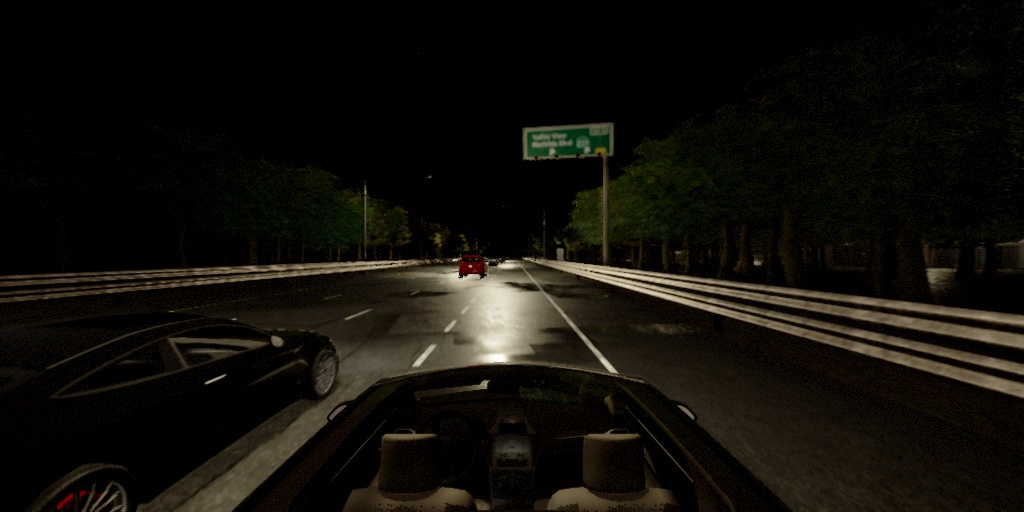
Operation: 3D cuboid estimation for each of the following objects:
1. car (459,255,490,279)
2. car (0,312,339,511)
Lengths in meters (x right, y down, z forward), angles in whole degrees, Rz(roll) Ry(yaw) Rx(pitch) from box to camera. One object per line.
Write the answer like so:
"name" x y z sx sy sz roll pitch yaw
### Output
"car" -3.484 0.968 32.690 2.150 2.045 5.566 0 0 0
"car" -3.501 1.275 3.462 1.812 1.442 4.674 0 0 0
